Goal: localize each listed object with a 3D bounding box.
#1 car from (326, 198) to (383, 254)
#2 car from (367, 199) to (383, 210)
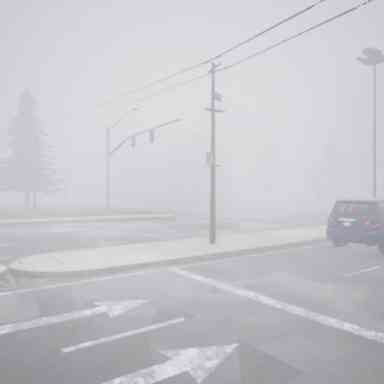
[{"bbox_3d":[7.863,1.287,13.895,5.566,2.045,2.150,0,0,-37],"label":"car"},{"bbox_3d":[27.177,1.792,47.625,4.181,1.385,1.994,0,0,-35],"label":"car"}]
